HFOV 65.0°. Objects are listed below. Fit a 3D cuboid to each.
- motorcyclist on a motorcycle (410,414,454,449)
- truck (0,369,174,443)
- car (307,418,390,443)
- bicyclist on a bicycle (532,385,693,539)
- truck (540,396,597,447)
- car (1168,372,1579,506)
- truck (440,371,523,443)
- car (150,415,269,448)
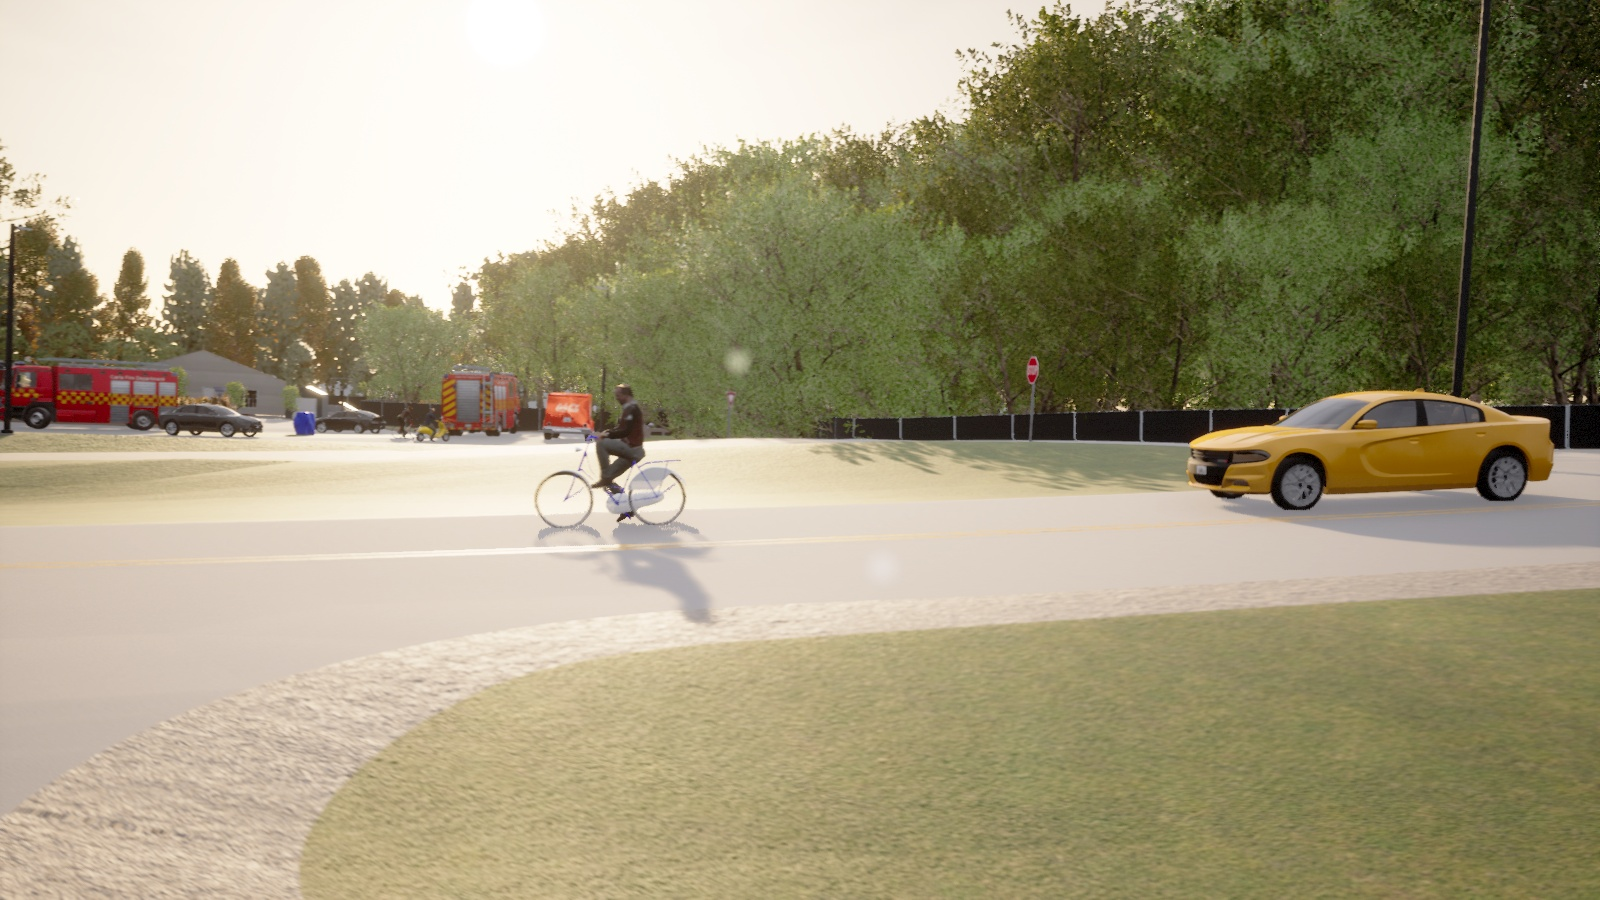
[{"bbox_3d":[-17.402,-0.869,59.386,1.817,1.590,0.866,-2,4,-44],"label":"motorcyclist on a motorcycle"},{"bbox_3d":[-39.328,-2.349,68.965,8.468,3.827,2.891,0,2,-37],"label":"truck"},{"bbox_3d":[-29.104,-1.291,80.916,4.892,1.490,1.837,1,2,18],"label":"car"},{"bbox_3d":[-2.284,0.122,15.296,1.843,1.776,0.659,-2,3,-12],"label":"bicyclist on a bicycle"},{"bbox_3d":[-12.185,-1.558,66.478,2.627,2.467,5.204,1,3,-7],"label":"truck"},{"bbox_3d":[7.868,-0.215,17.368,5.008,1.535,1.882,-3,3,-12],"label":"car"},{"bbox_3d":[-17.835,-2.458,70.904,2.891,3.827,8.468,0,2,-3],"label":"truck"},{"bbox_3d":[-27.599,-0.884,58.742,4.892,1.490,1.837,1,1,11],"label":"car"}]
